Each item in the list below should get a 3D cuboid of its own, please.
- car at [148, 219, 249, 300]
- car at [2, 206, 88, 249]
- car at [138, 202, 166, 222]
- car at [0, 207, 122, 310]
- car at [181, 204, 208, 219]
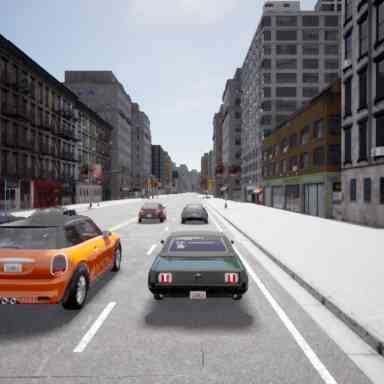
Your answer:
[{"bbox_3d":[0.132,1.600,8.316,1.895,1.301,4.718,0,0,0],"label":"car"},{"bbox_3d":[-6.542,1.504,15.536,1.837,1.490,4.892,0,0,0],"label":"car"},{"bbox_3d":[-3.048,1.527,26.025,1.812,1.442,4.674,0,0,0],"label":"car"},{"bbox_3d":[-3.122,1.351,7.976,2.097,1.767,4.553,0,0,1],"label":"car"},{"bbox_3d":[0.199,1.565,25.278,1.994,1.385,4.181,0,0,0],"label":"car"}]
